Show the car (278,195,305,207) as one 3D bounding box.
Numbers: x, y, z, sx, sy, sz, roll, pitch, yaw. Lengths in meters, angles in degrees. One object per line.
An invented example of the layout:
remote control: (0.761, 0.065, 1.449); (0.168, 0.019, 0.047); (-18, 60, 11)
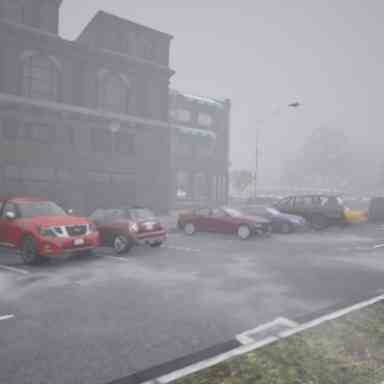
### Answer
car: (13.442, 1.174, 44.702); (2.002, 1.452, 4.674); (1, 0, 35)

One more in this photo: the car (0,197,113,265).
car: (-5.755, 1.215, 11.834); (5.566, 2.045, 2.435); (-1, -1, 35)

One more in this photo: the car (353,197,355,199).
car: (26.420, 1.520, 55.676); (2.185, 1.767, 4.553); (1, -2, 35)

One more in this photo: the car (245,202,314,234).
car: (4.061, 1.504, 18.807); (4.674, 1.452, 2.002); (-1, -1, 35)

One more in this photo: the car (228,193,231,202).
car: (6.709, 1.139, 54.428); (2.231, 1.521, 4.892); (0, -1, 35)

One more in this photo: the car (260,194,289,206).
car: (11.755, 1.136, 47.132); (2.231, 1.521, 4.892); (0, -1, 35)

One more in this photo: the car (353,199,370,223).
car: (8.840, 1.441, 22.397); (5.366, 1.575, 1.946); (-1, 0, 35)

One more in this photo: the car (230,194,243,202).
car: (8.491, 1.136, 52.155); (1.946, 1.575, 5.366); (0, -1, 35)

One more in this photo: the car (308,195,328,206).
car: (23.012, 1.524, 60.693); (2.185, 1.767, 4.553); (1, -2, 35)

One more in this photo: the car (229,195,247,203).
car: (10.848, 1.643, 77.907); (1.946, 1.575, 5.366); (1, -2, 35)

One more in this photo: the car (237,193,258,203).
car: (12.659, 1.401, 75.557); (2.435, 2.045, 5.566); (1, -2, 35)

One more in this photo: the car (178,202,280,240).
car: (1.588, 1.467, 17.064); (5.008, 1.535, 2.097); (-1, -1, 35)

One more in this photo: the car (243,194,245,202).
car: (10.056, 1.010, 49.545); (2.185, 1.767, 4.553); (0, -1, 35)

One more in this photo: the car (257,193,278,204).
car: (16.141, 1.402, 70.636); (2.435, 2.045, 5.566); (1, -2, 35)

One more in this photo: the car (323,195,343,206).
car: (24.740, 1.524, 58.208); (2.185, 1.767, 4.553); (1, -2, 35)

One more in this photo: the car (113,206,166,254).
car: (-3.306, 1.341, 13.561); (4.553, 1.767, 2.185); (-1, -1, 35)

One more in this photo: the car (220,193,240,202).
car: (9.257, 1.405, 80.576); (2.435, 2.045, 5.566); (1, -2, 35)

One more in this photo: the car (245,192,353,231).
car: (6.496, 1.205, 20.560); (5.566, 2.045, 2.435); (-1, 0, 35)

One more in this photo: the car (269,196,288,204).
car: (17.816, 1.679, 68.094); (2.163, 1.488, 4.792); (1, -2, 35)

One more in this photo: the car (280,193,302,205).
car: (19.549, 1.398, 65.617); (2.435, 2.045, 5.566); (1, -2, 35)
